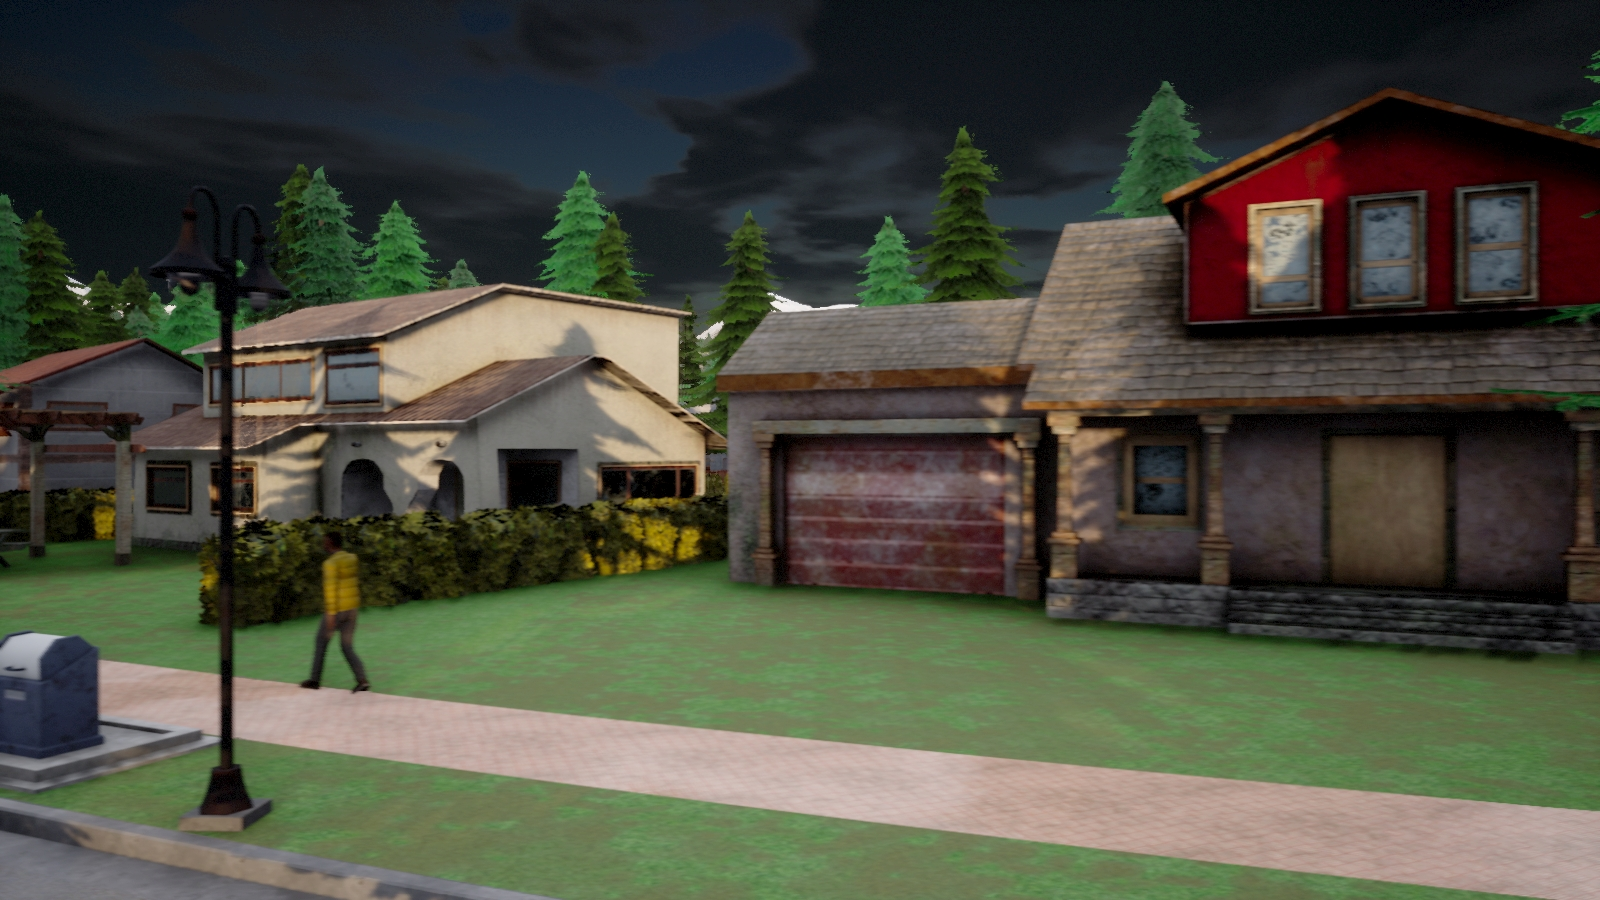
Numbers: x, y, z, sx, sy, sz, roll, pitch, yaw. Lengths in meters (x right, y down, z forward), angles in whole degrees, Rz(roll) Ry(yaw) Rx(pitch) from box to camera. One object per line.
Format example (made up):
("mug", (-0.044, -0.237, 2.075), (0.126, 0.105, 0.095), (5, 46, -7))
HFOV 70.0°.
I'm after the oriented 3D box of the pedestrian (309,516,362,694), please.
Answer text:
("pedestrian", (-5.047, 1.664, 12.409), (0.375, 1.860, 0.375), (0, 0, 26))
